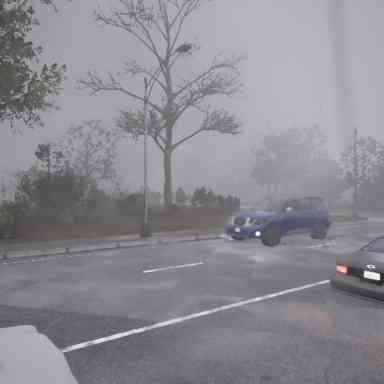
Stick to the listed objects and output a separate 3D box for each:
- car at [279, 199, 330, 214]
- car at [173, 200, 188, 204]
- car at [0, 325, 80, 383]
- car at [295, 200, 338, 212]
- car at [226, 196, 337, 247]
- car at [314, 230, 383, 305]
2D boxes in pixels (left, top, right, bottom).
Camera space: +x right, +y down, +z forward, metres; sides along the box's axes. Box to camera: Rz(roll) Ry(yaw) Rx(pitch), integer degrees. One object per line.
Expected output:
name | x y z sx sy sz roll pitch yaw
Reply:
car | 12.344 1.551 36.783 2.033 1.411 5.357 0 0 -29
car | -2.270 1.396 67.310 2.097 1.767 4.553 0 -1 -22
car | -2.942 1.601 1.609 4.718 1.301 1.895 0 0 -36
car | 14.775 1.607 39.617 1.895 1.301 4.718 0 0 -29
car | 4.151 1.221 15.446 5.566 2.045 2.150 0 0 -35
car | 5.302 1.547 7.402 5.357 1.411 2.033 0 0 -34
